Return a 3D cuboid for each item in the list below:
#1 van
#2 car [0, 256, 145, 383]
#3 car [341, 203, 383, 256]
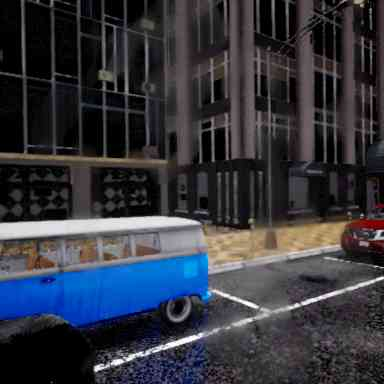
[{"bbox_3d":[-1.586,1.339,5.446,3.998,1.788,1.690,0,-1,-35],"label":"van"},{"bbox_3d":[-2.884,1.480,1.311,5.008,1.535,1.882,0,0,-35],"label":"car"},{"bbox_3d":[7.425,1.300,11.875,5.009,1.841,2.192,0,-1,-35],"label":"car"}]
